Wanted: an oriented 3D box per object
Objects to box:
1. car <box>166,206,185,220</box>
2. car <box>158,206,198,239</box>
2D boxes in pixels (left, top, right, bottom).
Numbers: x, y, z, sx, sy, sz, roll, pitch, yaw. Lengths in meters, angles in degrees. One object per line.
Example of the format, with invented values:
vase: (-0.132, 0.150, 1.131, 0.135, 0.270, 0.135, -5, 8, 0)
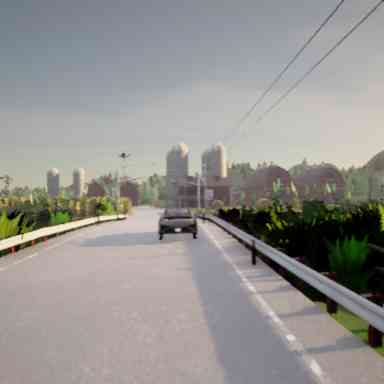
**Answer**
car: (-1.840, 2.277, 35.903, 1.994, 1.385, 4.181, -1, -4, -5)
car: (-0.737, 1.492, 17.270, 2.128, 1.511, 4.902, -1, 0, -2)
